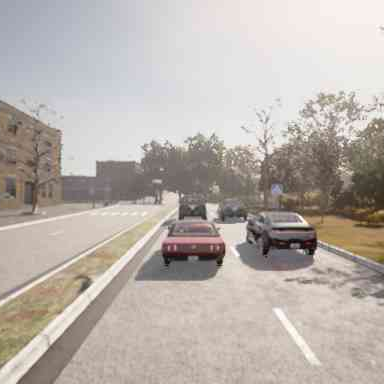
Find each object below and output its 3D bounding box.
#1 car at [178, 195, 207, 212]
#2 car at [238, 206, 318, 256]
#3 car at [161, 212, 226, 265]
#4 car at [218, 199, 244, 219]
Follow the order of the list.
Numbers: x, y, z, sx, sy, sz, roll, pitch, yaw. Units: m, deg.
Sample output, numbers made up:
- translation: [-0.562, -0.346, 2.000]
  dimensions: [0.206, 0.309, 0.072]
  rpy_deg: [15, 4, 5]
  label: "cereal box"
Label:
- translation: [0.060, 1.253, 26.990]
  dimensions: [2.150, 2.045, 5.566]
  rpy_deg: [0, 0, 0]
  label: "car"
- translation: [3.318, 1.506, 13.069]
  dimensions: [2.128, 1.511, 4.902]
  rpy_deg: [0, 0, 0]
  label: "car"
- translation: [0.061, 1.614, 11.662]
  dimensions: [1.895, 1.301, 4.718]
  rpy_deg: [0, 0, 0]
  label: "car"
- translation: [3.318, 1.381, 27.857]
  dimensions: [2.097, 1.767, 4.553]
  rpy_deg: [0, 0, 0]
  label: "car"
